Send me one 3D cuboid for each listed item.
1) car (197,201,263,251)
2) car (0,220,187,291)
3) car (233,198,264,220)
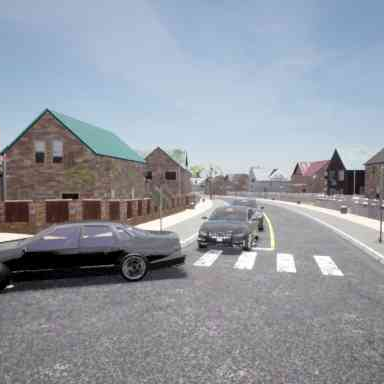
[{"bbox_3d":[1.624,1.338,13.500,1.837,1.490,4.892,1,1,17],"label":"car"},{"bbox_3d":[-2.865,1.436,8.370,5.357,1.411,2.033,-1,1,-13],"label":"car"},{"bbox_3d":[3.049,1.143,19.225,2.097,1.767,4.553,1,1,11],"label":"car"}]
